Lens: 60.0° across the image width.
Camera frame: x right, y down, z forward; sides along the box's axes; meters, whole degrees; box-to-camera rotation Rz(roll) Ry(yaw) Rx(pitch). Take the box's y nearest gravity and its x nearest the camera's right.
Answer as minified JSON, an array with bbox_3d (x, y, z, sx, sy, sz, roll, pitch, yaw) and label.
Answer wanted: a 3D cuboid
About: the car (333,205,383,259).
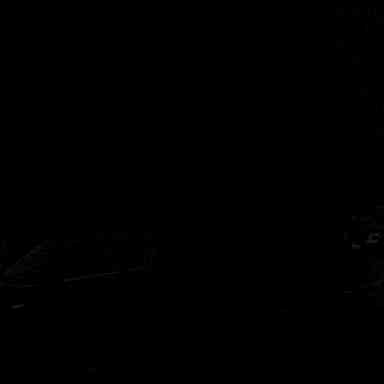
[{"bbox_3d":[7.175,1.405,11.875,5.009,1.841,2.192,1,0,-35],"label":"car"}]

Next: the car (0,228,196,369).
[{"bbox_3d":[-2.012,1.450,5.330,4.097,1.590,1.967,1,0,-35],"label":"car"}]
